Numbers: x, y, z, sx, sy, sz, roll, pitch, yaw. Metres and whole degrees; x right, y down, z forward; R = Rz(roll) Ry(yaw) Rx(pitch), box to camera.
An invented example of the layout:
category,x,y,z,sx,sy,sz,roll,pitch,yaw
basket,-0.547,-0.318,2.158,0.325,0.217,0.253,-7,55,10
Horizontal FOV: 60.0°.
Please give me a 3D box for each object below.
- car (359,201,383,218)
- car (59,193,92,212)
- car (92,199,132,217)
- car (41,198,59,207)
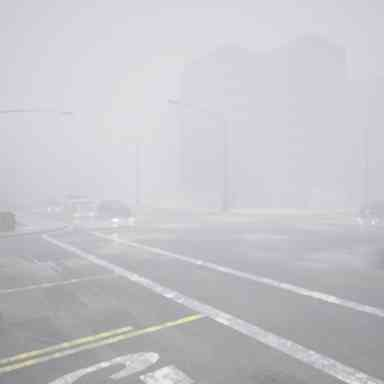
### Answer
category,x,y,z,sx,sy,sz,roll,pitch,yaw
car,16.921,1.526,29.982,4.902,1.511,2.128,1,0,-38
car,-13.460,1.189,39.204,2.150,2.045,5.566,0,0,-36
car,-7.263,1.473,30.764,1.837,1.490,4.892,0,0,-36
car,-21.150,1.532,49.702,1.994,1.385,4.181,0,0,-36
